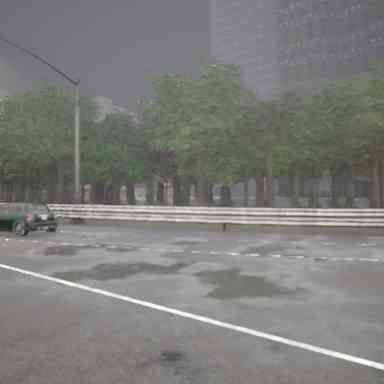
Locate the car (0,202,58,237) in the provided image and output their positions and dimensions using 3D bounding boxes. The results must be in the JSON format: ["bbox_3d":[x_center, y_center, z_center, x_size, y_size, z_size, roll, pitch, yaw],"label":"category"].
[{"bbox_3d":[-9.636,1.370,18.152,4.553,1.767,2.097,0,0,23],"label":"car"}]
